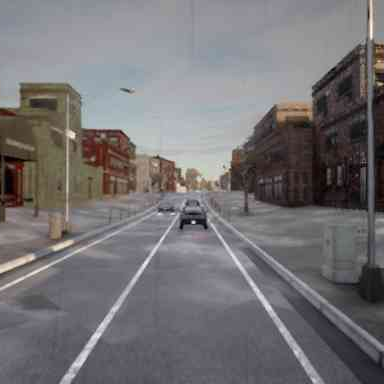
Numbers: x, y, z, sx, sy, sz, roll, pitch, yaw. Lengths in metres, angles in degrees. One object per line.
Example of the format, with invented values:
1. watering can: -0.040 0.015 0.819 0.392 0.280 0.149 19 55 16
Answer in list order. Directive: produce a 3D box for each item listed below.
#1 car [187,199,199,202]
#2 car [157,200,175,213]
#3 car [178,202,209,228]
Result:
1. car: 0.092 1.639 41.808 2.033 1.649 4.856 0 1 0
2. car: -3.094 1.731 40.565 1.837 1.490 4.892 0 1 0
3. car: 0.096 1.703 23.632 1.837 1.490 4.892 0 -1 0
